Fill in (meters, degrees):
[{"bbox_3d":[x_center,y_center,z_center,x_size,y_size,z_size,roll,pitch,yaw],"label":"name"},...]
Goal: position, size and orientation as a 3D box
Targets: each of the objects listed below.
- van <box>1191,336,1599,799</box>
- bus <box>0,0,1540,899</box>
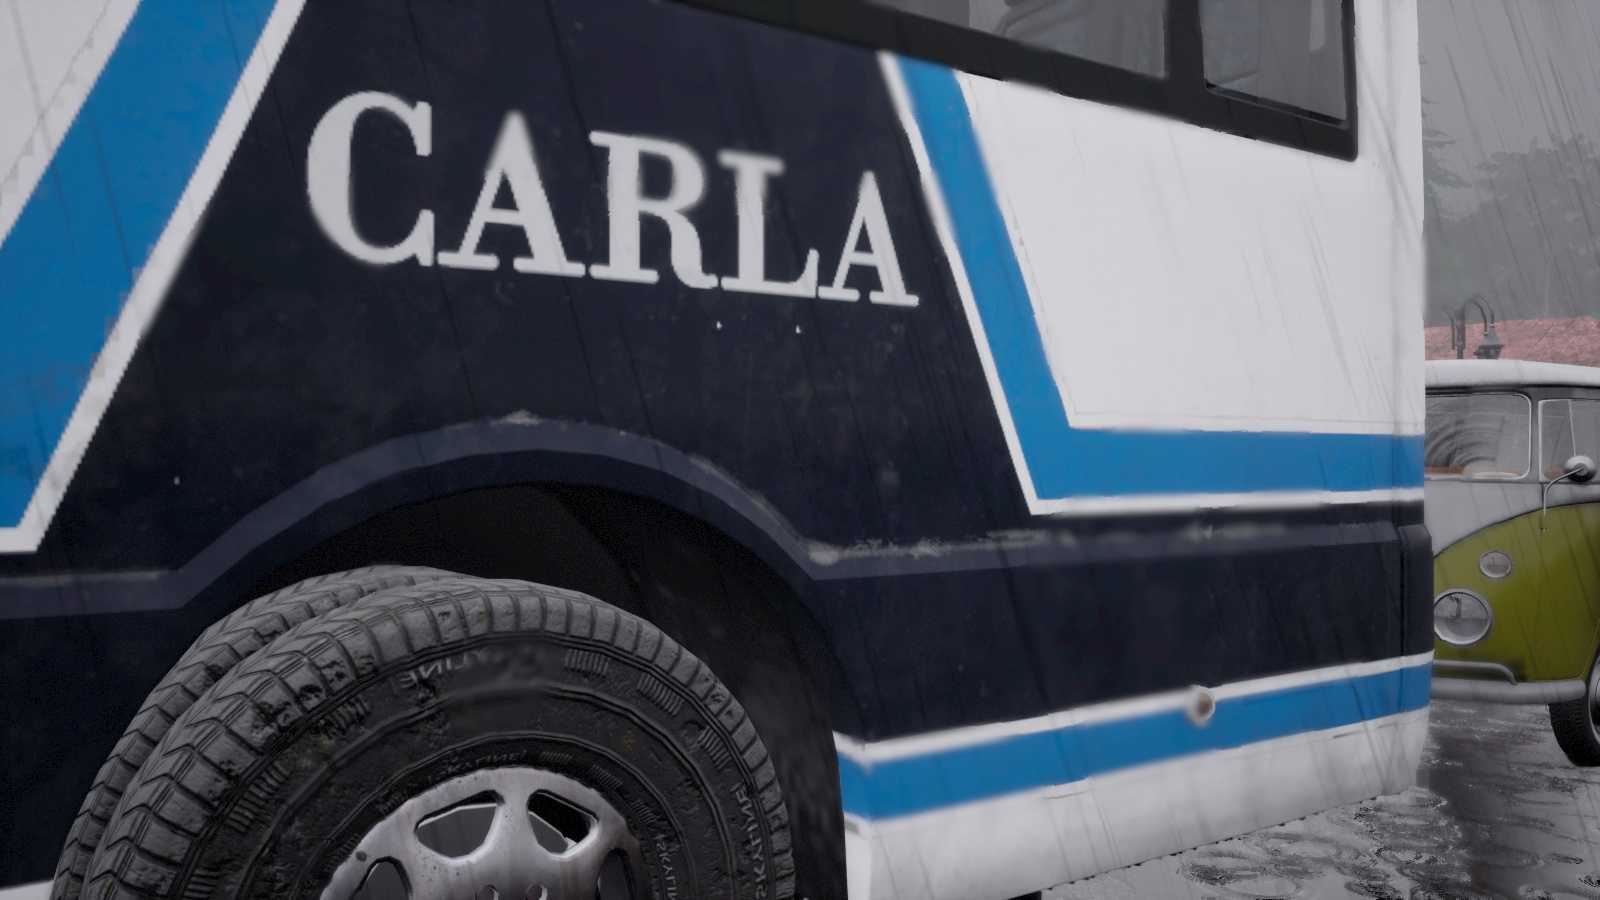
[{"bbox_3d":[4.460,0.506,7.382,4.442,1.987,1.775,0,0,-35],"label":"van"},{"bbox_3d":[-3.492,-0.620,1.849,10.273,4.253,3.944,0,0,-35],"label":"bus"}]
